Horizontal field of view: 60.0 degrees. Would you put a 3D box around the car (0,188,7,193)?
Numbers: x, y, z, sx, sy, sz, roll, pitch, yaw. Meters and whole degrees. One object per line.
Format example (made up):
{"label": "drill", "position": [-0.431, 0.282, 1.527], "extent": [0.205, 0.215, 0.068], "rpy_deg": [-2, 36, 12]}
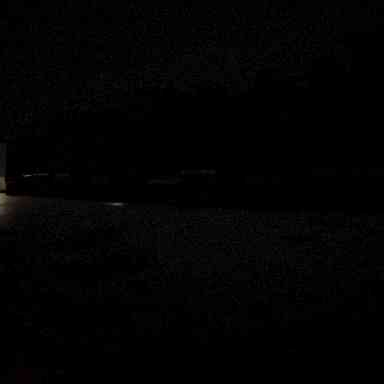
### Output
{"label": "car", "position": [-38.118, -0.244, 65.857], "extent": [1.947, 1.339, 4.313], "rpy_deg": [1, 1, 36]}
